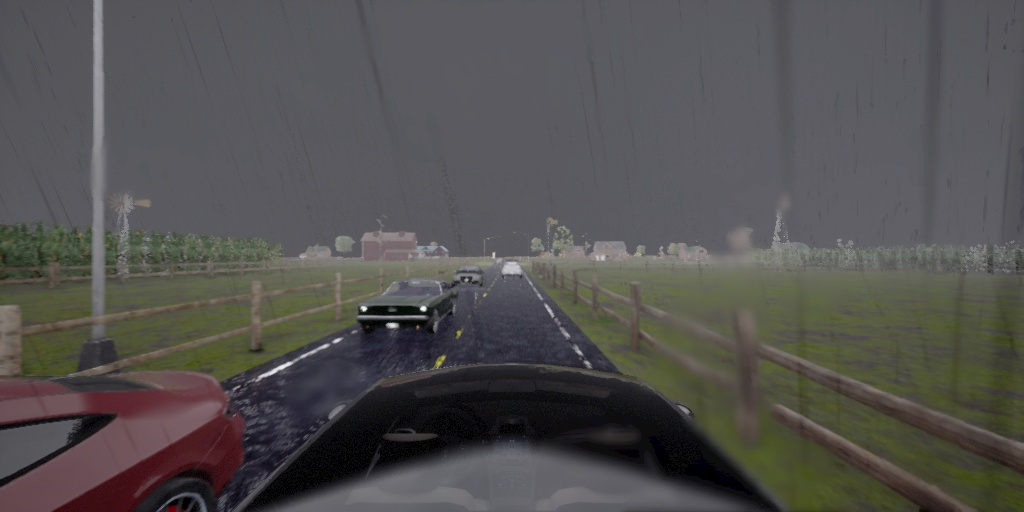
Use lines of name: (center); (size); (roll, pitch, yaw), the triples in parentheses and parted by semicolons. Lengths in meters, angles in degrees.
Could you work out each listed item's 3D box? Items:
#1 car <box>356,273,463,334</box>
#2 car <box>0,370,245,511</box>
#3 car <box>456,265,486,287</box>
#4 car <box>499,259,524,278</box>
car: (-2.851, 1.349, 10.767); (1.895, 1.301, 4.718); (0, 0, 0)
car: (-2.848, 1.276, 0.753); (1.812, 1.442, 4.674); (0, 0, 0)
car: (-2.842, 1.308, 24.416); (1.994, 1.385, 4.181); (0, 0, 0)
car: (-0.001, 1.267, 33.289); (1.812, 1.442, 4.674); (0, 0, 0)
